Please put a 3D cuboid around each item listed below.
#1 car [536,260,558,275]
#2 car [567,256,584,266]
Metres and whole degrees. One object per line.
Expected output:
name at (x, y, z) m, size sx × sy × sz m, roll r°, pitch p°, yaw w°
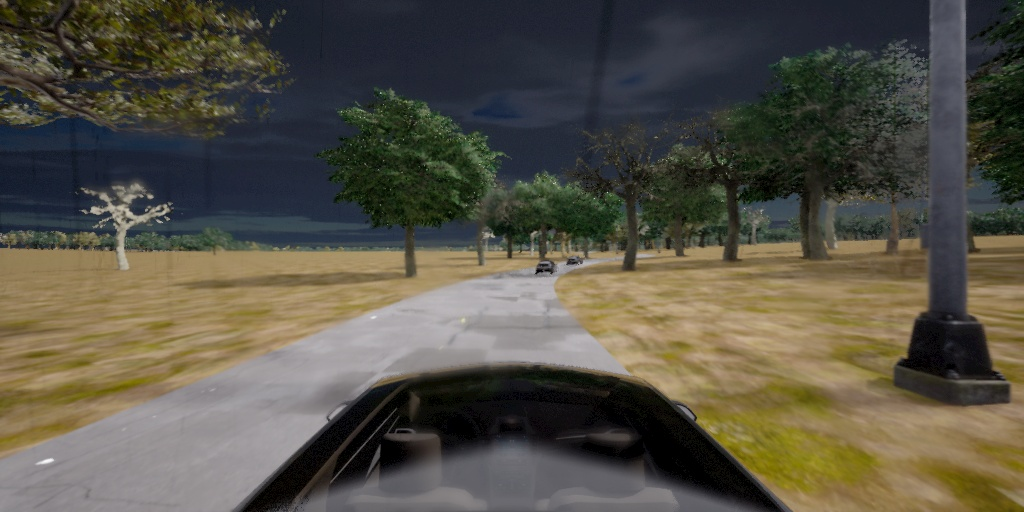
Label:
car at (3.758, 1.172, 38.386) m, size 1.837 × 1.490 × 4.892 m, roll 0°, pitch 1°, yaw 14°
car at (9.844, 0.682, 55.588) m, size 1.837 × 1.490 × 4.892 m, roll -1°, pitch 2°, yaw 24°
